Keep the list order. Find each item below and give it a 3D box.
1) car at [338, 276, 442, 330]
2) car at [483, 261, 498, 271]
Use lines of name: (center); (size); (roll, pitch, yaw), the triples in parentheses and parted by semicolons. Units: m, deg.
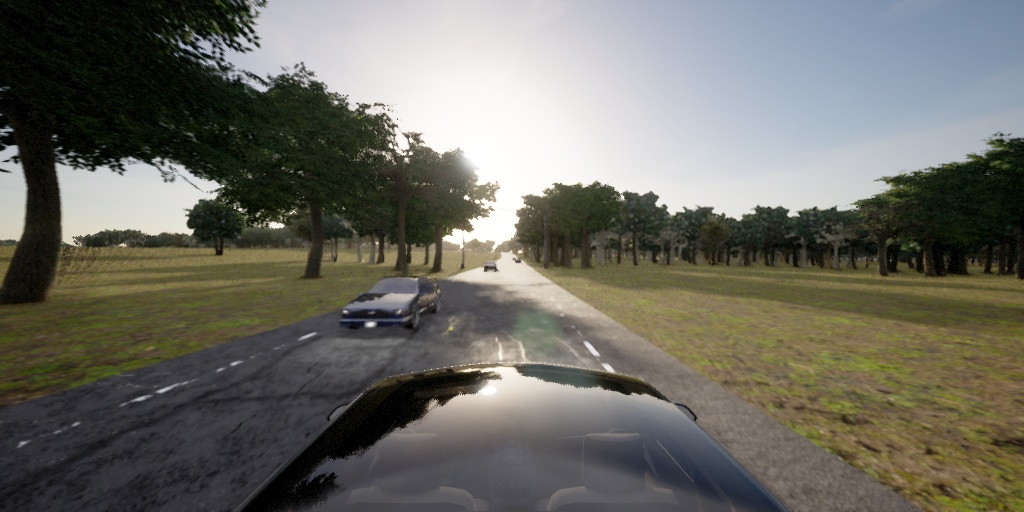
car: (-3.589, 1.376, 11.759); (2.033, 1.411, 5.357); (0, 0, 0)
car: (-3.235, 1.491, 54.550); (1.882, 1.535, 5.008); (0, 0, 1)
